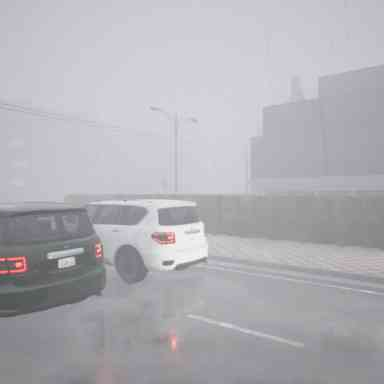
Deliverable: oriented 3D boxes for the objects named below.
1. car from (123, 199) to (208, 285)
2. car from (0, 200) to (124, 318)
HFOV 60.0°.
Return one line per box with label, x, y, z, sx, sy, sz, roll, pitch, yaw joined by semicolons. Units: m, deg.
car;-2.157;1.227;9.781;5.566;2.045;2.150;0;0;36
car;-4.178;1.227;6.923;5.566;2.045;2.150;0;0;36
